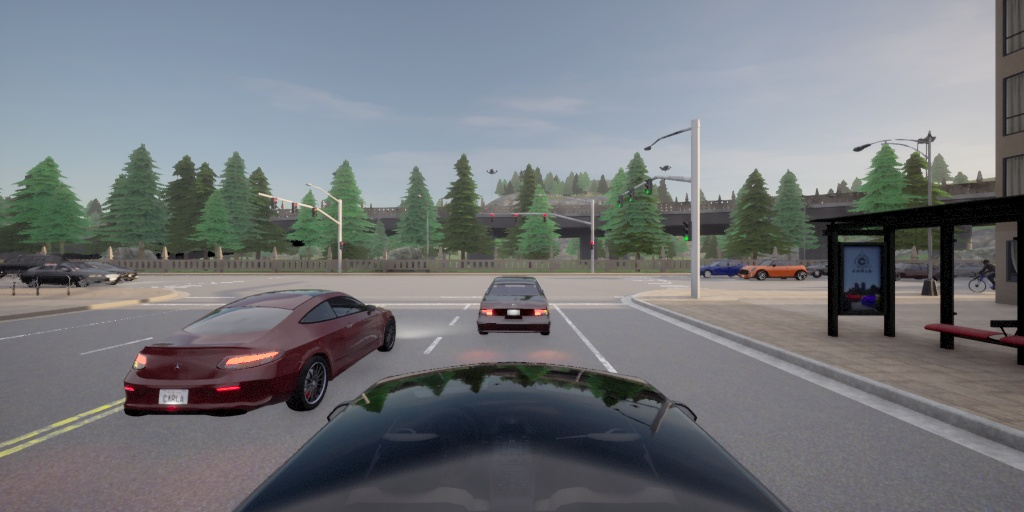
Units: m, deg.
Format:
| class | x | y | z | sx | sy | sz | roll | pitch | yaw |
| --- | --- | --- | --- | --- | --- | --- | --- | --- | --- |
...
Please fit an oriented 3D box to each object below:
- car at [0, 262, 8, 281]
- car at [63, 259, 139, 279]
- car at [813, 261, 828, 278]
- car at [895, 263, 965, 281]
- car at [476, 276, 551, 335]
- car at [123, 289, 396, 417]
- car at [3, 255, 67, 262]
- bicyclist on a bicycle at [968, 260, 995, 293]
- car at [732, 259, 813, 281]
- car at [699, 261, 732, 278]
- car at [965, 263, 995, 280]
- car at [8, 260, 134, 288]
| class | x | y | z | sx | sy | sz | roll | pitch | yaw |
| --- | --- | --- | --- | --- | --- | --- | --- | --- | --- |
| car | -40.094 | 1.295 | 25.969 | 4.718 | 1.301 | 1.895 | 0 | 0 | -1 |
| car | -30.049 | 1.201 | 25.933 | 4.892 | 1.490 | 1.837 | -1 | 0 | 0 |
| car | 28.286 | 1.186 | 32.146 | 4.902 | 1.511 | 2.128 | 0 | 0 | 4 |
| car | 31.528 | 1.242 | 28.457 | 5.357 | 1.411 | 2.033 | 0 | 0 | 7 |
| car | 0.087 | 1.297 | 10.464 | 2.033 | 1.411 | 5.357 | 0 | 0 | 1 |
| car | -3.447 | 1.276 | 5.969 | 1.812 | 1.442 | 4.674 | 0 | 0 | 0 |
| car | -44.384 | 0.916 | 33.053 | 5.566 | 2.045 | 2.150 | 0 | 0 | -4 |
| bicyclist on a bicycle | 22.755 | 0.995 | 17.060 | 0.582 | 1.620 | 1.656 | 0 | 0 | 1 |
| car | 20.951 | 1.046 | 28.973 | 4.553 | 1.767 | 2.097 | 0 | 0 | 2 |
| car | 18.905 | 1.172 | 32.527 | 5.008 | 1.535 | 1.882 | 0 | 0 | 1 |
| car | 38.075 | 1.258 | 30.463 | 4.181 | 1.385 | 1.994 | 0 | 0 | 17 |
| car | -27.381 | 1.187 | 22.391 | 4.902 | 1.511 | 2.128 | 0 | 0 | 0 |
